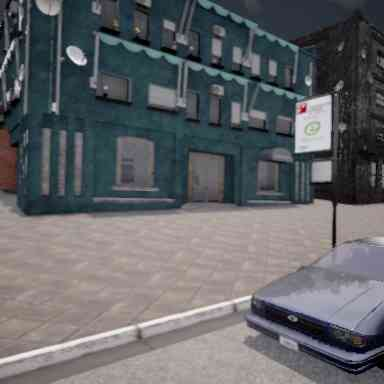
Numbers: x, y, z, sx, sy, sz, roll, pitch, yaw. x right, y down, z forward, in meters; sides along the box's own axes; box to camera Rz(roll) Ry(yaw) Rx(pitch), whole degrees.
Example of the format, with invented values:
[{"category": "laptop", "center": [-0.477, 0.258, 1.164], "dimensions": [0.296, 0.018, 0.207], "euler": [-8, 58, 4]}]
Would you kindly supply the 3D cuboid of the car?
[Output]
[{"category": "car", "center": [3.405, 1.551, 5.816], "dimensions": [5.357, 1.411, 2.033], "euler": [0, 0, -36]}]
